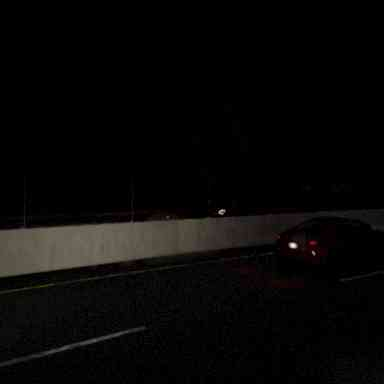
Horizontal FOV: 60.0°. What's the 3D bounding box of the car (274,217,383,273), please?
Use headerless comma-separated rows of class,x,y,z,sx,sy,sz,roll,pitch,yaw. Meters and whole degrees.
car,4.609,1.474,10.410,4.181,1.385,1.994,0,0,-29

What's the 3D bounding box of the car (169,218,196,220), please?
car,0.270,1.440,24.211,4.718,1.301,1.895,0,0,-27

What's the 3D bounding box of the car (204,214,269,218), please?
car,3.135,1.195,21.690,4.553,1.767,2.097,0,0,-26
